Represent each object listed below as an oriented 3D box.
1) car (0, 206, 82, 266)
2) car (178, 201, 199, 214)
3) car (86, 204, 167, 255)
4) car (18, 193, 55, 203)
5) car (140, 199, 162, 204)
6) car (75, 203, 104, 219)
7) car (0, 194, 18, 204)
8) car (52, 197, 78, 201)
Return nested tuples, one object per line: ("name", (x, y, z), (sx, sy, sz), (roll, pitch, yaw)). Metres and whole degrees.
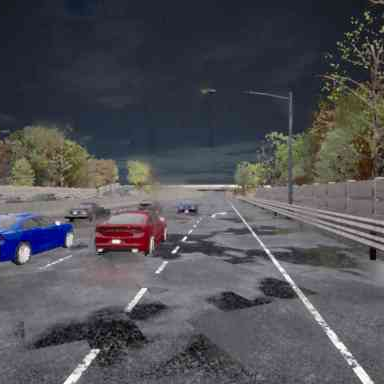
("car", (-5.917, 1.477, 11.641), (1.882, 1.535, 5.008), (0, 0, 5))
("car", (-0.288, 1.603, 35.168), (1.895, 1.301, 4.718), (0, 0, 5))
("car", (-2.248, 1.477, 13.347), (1.882, 1.535, 5.008), (0, 0, 5))
("car", (-20.653, 1.228, 45.388), (2.150, 2.045, 5.566), (0, 0, 5))
("car", (-4.040, 1.505, 32.529), (1.837, 1.490, 4.892), (0, 0, 5))
("car", (-8.117, 1.548, 26.249), (2.033, 1.411, 5.357), (0, 0, 5))
("car", (-24.311, 1.358, 43.805), (2.097, 1.767, 4.553), (0, 0, 6))
("car", (-17.048, 1.609, 46.411), (1.895, 1.301, 4.718), (0, 0, 5))
